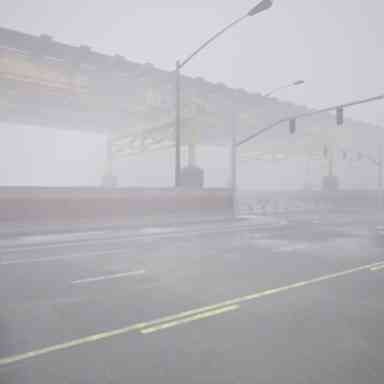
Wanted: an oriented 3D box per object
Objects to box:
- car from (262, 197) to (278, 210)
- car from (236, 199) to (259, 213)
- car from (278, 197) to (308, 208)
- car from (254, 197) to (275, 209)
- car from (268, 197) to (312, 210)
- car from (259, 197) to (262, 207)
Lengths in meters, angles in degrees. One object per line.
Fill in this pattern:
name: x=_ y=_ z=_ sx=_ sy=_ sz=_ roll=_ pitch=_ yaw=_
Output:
car: x=8.330 y=1.391 z=37.997 sx=2.038 sy=1.542 sz=4.974 roll=0 pitch=0 yaw=18
car: x=4.533 y=1.243 z=35.318 sx=4.536 sy=1.218 sz=1.853 roll=0 pitch=0 yaw=8
car: x=12.189 y=1.222 z=41.750 sx=4.536 sy=1.218 sz=1.853 roll=0 pitch=0 yaw=-7
car: x=8.346 y=1.233 z=38.046 sx=1.853 sy=1.218 sz=4.536 roll=0 pitch=0 yaw=18
car: x=12.240 y=1.379 z=41.756 sx=4.974 sy=1.542 sz=2.038 roll=0 pitch=0 yaw=-7
car: x=4.585 y=1.401 z=35.312 sx=4.974 sy=1.542 sz=2.038 roll=0 pitch=0 yaw=8
